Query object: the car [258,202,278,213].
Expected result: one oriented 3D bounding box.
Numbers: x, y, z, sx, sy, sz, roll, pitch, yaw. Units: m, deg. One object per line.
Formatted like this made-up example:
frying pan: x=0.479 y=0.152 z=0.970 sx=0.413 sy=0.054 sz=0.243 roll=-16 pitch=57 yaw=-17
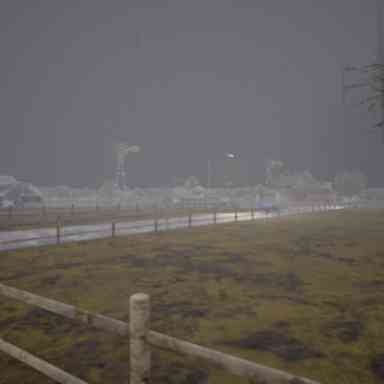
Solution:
car: x=11.835 y=2.318 z=51.336 sx=1.882 sy=1.535 sz=5.008 roll=1 pitch=0 yaw=35
